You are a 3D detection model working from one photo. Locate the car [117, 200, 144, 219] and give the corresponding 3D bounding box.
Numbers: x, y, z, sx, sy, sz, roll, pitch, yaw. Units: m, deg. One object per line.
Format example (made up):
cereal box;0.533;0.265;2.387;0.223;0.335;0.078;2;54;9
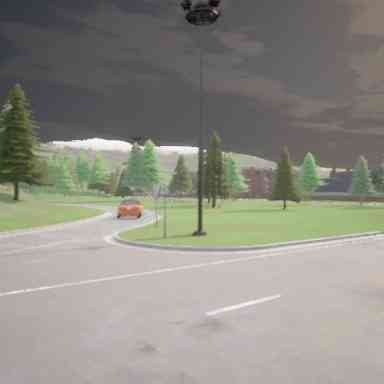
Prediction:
car;-5.674;1.496;31.369;2.097;1.767;4.553;0;0;-4
